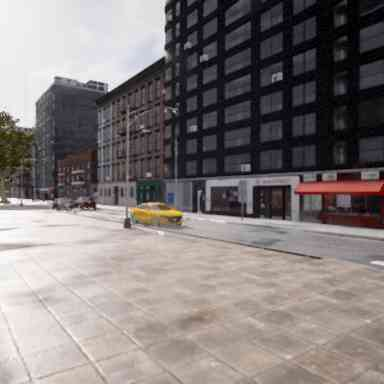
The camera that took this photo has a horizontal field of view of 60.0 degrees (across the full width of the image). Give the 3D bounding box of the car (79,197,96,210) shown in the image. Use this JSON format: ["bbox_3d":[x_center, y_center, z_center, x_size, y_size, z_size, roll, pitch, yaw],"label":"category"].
[{"bbox_3d":[-14.656,1.431,45.115,2.097,1.767,4.553,0,0,-35],"label":"car"}]

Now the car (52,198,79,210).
[{"bbox_3d":[-16.773,1.552,43.151,2.128,1.511,4.902,0,-1,-35],"label":"car"}]

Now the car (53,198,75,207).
[{"bbox_3d":[-20.516,1.642,53.279,2.033,1.411,5.357,0,0,-35],"label":"car"}]

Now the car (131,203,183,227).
[{"bbox_3d":[-2.520,1.498,23.095,1.882,1.535,5.008,0,0,-36],"label":"car"}]
